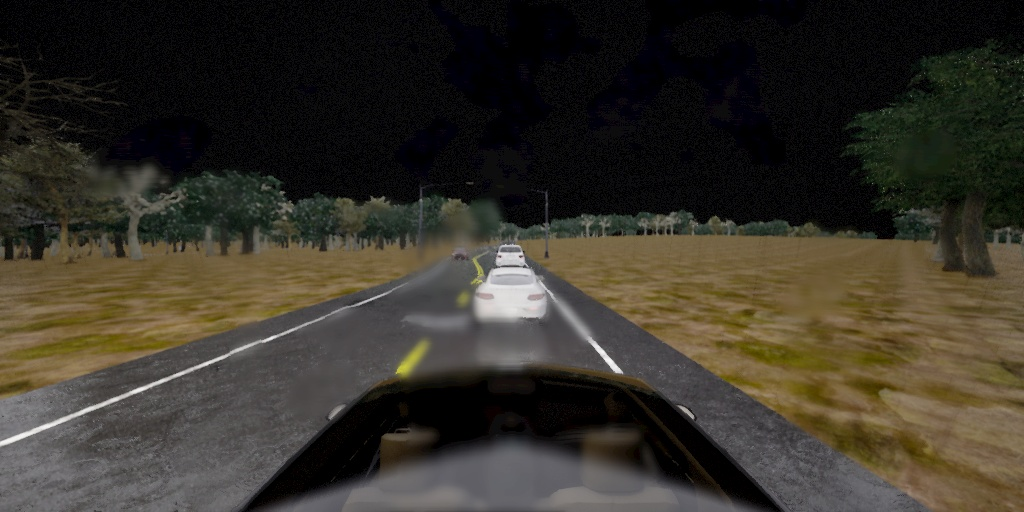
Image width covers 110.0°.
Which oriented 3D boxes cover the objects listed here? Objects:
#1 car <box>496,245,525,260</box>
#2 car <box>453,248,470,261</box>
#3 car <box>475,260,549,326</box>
[{"bbox_3d":[-0.129,0.133,29.694,2.150,2.045,5.566,0,2,0],"label":"car"},{"bbox_3d":[-6.625,-0.286,47.025,2.097,1.767,4.553,0,2,-6],"label":"car"},{"bbox_3d":[-0.005,1.016,10.384,1.812,1.442,4.674,0,2,0],"label":"car"}]
